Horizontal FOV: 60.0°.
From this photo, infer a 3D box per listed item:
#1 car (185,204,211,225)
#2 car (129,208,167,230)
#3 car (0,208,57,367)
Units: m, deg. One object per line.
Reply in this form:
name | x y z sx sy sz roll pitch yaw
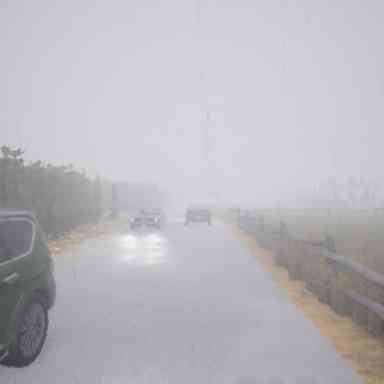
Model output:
car | 0.487 1.653 25.838 1.882 1.535 5.008 0 -1 1
car | -2.804 1.730 22.003 1.895 1.301 4.718 0 0 1
car | -3.180 1.223 2.913 2.150 2.045 5.566 0 -1 1
